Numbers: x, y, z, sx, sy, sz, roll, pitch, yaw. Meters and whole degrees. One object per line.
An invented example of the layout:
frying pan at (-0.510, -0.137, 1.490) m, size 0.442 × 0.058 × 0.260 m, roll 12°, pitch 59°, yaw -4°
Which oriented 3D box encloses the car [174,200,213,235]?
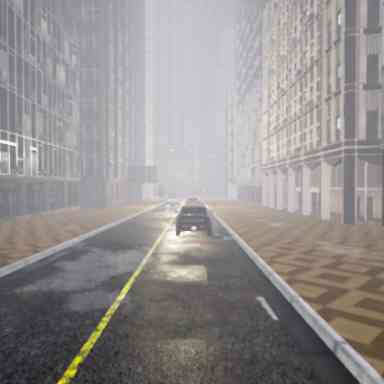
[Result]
car at (0.087, 1.428, 18.238) m, size 1.837 × 1.490 × 4.892 m, roll 0°, pitch 1°, yaw 0°

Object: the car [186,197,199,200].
car at (0.080, 1.321, 38.973) m, size 1.882 × 1.535 × 5.008 m, roll 0°, pitch 0°, yaw 0°

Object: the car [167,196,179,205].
car at (-3.027, 1.322, 53.717) m, size 1.812 × 1.442 × 4.674 m, roll 0°, pitch 0°, yaw 0°
